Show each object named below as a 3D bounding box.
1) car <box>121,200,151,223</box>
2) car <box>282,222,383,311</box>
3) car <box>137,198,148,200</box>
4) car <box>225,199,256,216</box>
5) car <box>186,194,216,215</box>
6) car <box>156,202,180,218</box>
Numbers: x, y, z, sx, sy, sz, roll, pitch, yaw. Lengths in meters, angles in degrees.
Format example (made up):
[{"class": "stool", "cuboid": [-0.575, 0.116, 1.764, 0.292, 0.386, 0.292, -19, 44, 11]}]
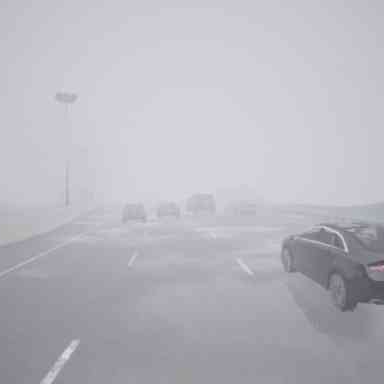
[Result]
[{"class": "car", "cuboid": [-4.654, 1.619, 26.679, 2.033, 1.411, 5.357, -1, 0, -11]}, {"class": "car", "cuboid": [3.558, 1.446, 7.650, 2.128, 1.511, 4.902, -1, 0, -3]}, {"class": "car", "cuboid": [-8.359, 1.695, 56.953, 1.994, 1.385, 4.181, -1, 0, -18]}, {"class": "car", "cuboid": [4.648, 1.426, 32.456, 1.882, 1.535, 5.008, 0, 0, -10]}, {"class": "car", "cuboid": [0.873, 1.221, 34.636, 2.150, 2.045, 5.566, 0, 0, -11]}, {"class": "car", "cuboid": [-2.333, 1.606, 31.413, 1.994, 1.385, 4.181, -1, 0, -10]}]
